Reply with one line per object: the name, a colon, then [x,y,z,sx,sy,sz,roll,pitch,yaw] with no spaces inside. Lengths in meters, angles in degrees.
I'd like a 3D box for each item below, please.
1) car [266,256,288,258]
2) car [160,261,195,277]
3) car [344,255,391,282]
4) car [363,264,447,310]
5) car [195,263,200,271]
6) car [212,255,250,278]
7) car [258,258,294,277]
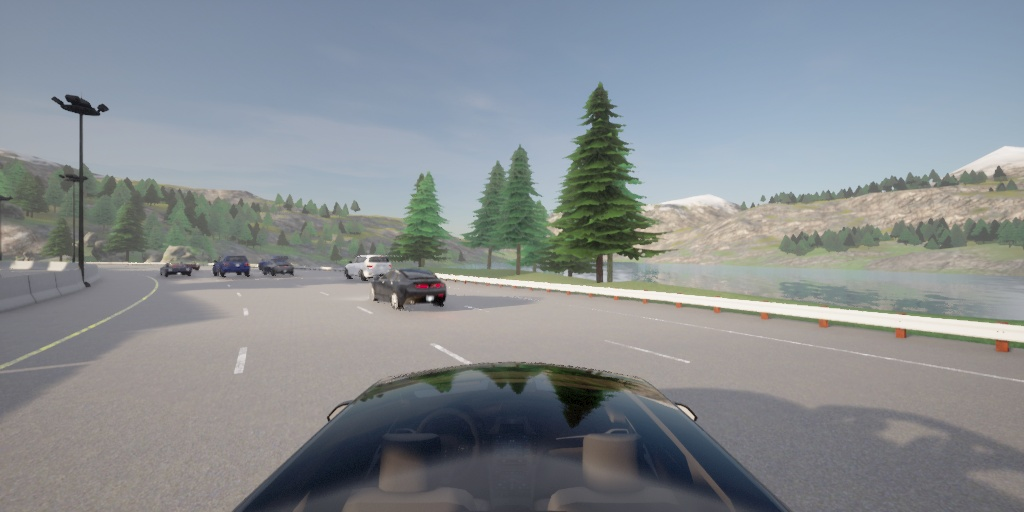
car: [-31.402,0.968,47.415,5.566,2.045,2.150,0,0,37]
car: [-32.902,1.348,35.032,4.718,1.301,1.895,0,0,40]
car: [-11.782,0.966,29.286,2.150,2.045,5.566,0,-1,-43]
car: [-4.383,1.254,14.760,1.837,1.490,4.892,1,0,-37]
car: [-43.088,1.347,47.335,4.718,1.301,1.895,0,0,34]
car: [-27.173,0.966,34.669,5.566,2.045,2.150,0,0,42]
car: [-23.518,1.237,35.989,4.902,1.511,2.128,0,0,43]
